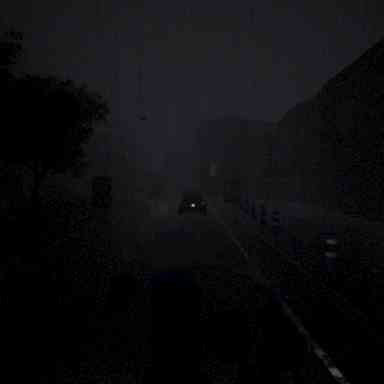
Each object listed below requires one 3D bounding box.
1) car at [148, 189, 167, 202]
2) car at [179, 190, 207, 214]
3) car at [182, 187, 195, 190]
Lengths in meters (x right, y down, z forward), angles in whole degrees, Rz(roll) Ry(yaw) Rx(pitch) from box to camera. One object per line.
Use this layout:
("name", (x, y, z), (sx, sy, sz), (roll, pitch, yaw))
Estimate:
("car", (-3.843, 0.316, 37.841), (1.994, 1.385, 4.181), (0, 2, -3))
("car", (0.073, 0.811, 24.765), (1.994, 1.385, 4.181), (0, 2, 0))
("car", (-0.442, 0.132, 40.868), (1.882, 1.535, 5.008), (0, 2, -5))
